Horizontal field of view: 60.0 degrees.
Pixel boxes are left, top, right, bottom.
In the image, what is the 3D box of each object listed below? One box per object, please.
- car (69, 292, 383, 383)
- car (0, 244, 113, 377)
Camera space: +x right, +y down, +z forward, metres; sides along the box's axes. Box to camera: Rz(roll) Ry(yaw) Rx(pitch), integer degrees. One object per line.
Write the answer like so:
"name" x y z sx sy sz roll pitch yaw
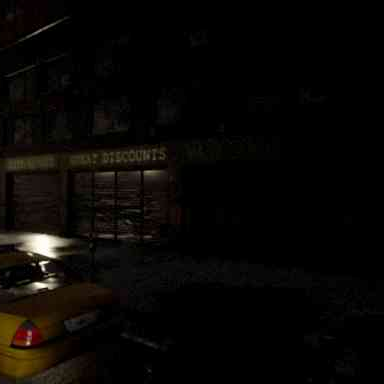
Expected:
"car" 1.480 1.551 2.032 4.403 1.369 2.008 0 1 36
"car" -3.206 1.526 5.375 4.829 1.417 1.752 0 1 35
